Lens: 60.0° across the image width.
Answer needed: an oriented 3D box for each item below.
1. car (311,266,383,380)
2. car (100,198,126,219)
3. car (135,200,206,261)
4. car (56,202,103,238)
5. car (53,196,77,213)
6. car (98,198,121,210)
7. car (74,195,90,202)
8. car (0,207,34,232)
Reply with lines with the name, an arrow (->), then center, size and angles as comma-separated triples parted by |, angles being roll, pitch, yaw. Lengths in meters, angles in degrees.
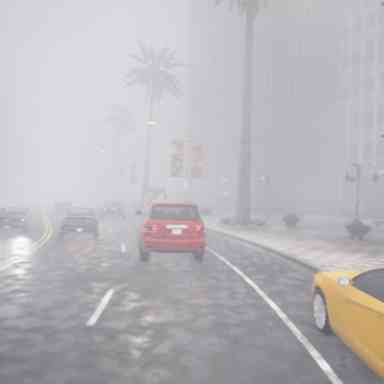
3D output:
car -> 3.074, 1.601, 4.029 | 1.882, 1.535, 5.008 | 1, -1, 0
car -> -7.434, 1.475, 30.178 | 2.097, 1.767, 4.553 | 2, -1, -24
car -> -0.967, 1.333, 12.927 | 2.150, 2.045, 5.566 | 2, -1, -11
car -> -6.106, 1.535, 18.008 | 1.837, 1.490, 4.892 | 2, -1, -19
car -> -14.120, 1.492, 36.461 | 1.882, 1.535, 5.008 | 2, -1, -25
car -> -11.724, 1.666, 46.763 | 2.231, 1.521, 4.892 | 2, -1, -25
car -> -24.020, 1.497, 73.441 | 2.185, 1.767, 4.553 | 2, -1, -25
car -> -10.411, 1.533, 19.385 | 1.895, 1.301, 4.718 | 2, -1, -21
